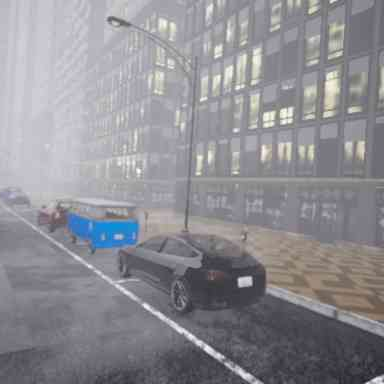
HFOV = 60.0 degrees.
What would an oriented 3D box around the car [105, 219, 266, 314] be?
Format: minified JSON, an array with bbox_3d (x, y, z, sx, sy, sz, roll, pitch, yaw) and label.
[{"bbox_3d":[-0.220,1.568,7.649,1.947,1.339,4.313,3,0,-34],"label":"car"}]

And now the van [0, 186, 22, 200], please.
[{"bbox_3d":[-19.402,0.247,35.876,1.690,1.788,3.998,3,0,-34],"label":"van"}]

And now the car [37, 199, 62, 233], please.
[{"bbox_3d":[-6.612,1.078,17.059,1.967,1.590,4.097,3,0,-34],"label":"car"}]

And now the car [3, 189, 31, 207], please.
[{"bbox_3d":[-16.217,0.671,31.172,1.802,1.307,4.206,3,0,-34],"label":"car"}]

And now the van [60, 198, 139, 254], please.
[{"bbox_3d":[-3.407,1.161,12.353,1.690,1.788,3.998,3,0,-34],"label":"van"}]
